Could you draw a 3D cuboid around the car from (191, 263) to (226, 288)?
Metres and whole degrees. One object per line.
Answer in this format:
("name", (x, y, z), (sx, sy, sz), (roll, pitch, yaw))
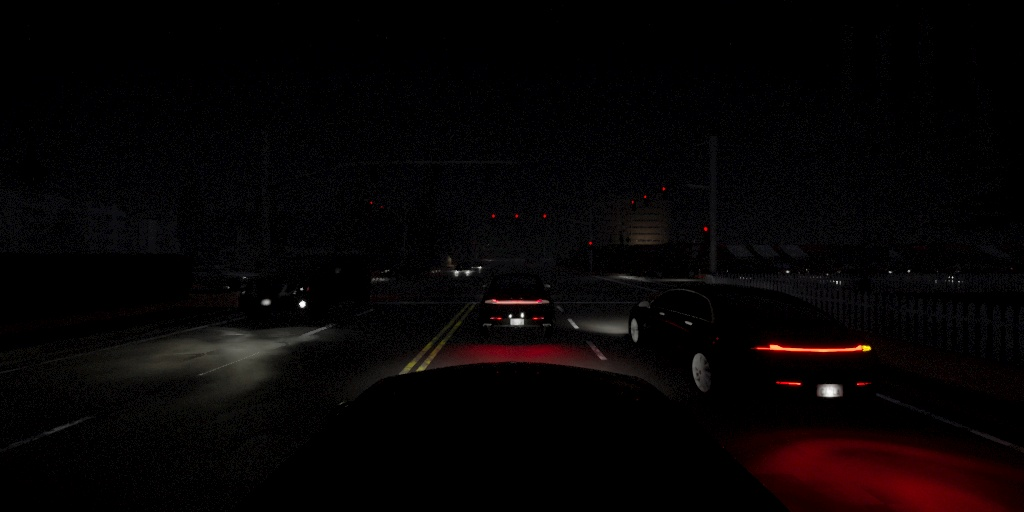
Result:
("car", (-18.162, 1.275, 22.254), (4.674, 1.442, 1.812), (0, 0, 0))

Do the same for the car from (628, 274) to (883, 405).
("car", (3.587, 1.255, 6.429), (1.837, 1.490, 4.892), (0, 0, 1))

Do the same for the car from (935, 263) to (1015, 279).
("car", (38.875, 1.274, 30.387), (4.674, 1.442, 1.812), (0, 0, -1))

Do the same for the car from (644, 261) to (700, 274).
("car", (14.920, 1.253, 33.512), (4.892, 1.490, 1.837), (0, 0, 1))

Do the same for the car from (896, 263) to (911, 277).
("car", (34.483, 1.240, 33.813), (4.902, 1.511, 2.128), (0, 0, -1))

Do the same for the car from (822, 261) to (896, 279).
("car", (28.875, 1.274, 30.203), (4.674, 1.442, 1.812), (0, 0, -1))

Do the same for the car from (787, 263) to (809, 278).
("car", (24.659, 1.296, 33.634), (5.357, 1.411, 2.033), (0, 0, -1))

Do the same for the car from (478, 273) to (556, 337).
("car", (0.130, 1.241, 10.333), (2.128, 1.511, 4.902), (0, 0, 0))

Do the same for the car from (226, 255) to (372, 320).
("car", (-7.035, 0.971, 13.049), (2.150, 2.045, 5.566), (0, 0, 0))

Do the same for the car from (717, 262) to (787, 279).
("car", (19.615, 1.240, 30.036), (4.902, 1.511, 2.128), (0, 0, -1))

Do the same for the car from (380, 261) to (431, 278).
("car", (-10.118, 1.256, 34.321), (4.892, 1.490, 1.837), (1, 3, -44))

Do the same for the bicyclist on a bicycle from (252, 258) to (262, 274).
("bicyclist on a bicycle", (-26.175, 1.049, 36.843), (0.582, 1.620, 1.656), (0, 0, -3))

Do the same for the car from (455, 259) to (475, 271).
("car", (-6.805, 1.254, 50.485), (1.837, 1.490, 4.892), (0, 0, 0))
